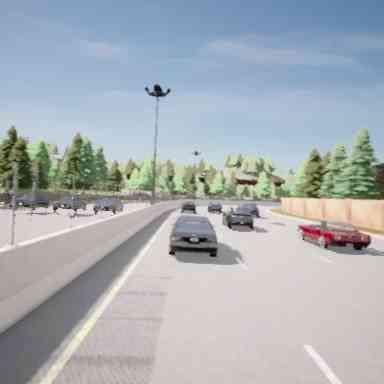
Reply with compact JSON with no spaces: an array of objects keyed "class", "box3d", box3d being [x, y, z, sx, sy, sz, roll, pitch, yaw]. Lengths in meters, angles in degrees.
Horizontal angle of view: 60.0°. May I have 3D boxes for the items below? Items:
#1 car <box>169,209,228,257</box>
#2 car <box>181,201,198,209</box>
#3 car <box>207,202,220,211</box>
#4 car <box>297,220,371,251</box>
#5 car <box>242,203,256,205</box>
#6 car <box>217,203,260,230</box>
[{"class":"car","box3d":[0.032,1.689,13.782,2.033,1.411,5.357,3,-1,-1]},{"class":"car","box3d":[-0.359,1.926,43.052,1.837,1.490,4.892,2,0,1]},{"class":"car","box3d":[3.182,2.107,45.918,2.128,1.511,4.902,3,-1,2]},{"class":"car","box3d":[6.971,2.098,16.951,1.895,1.301,4.718,3,-1,-1]},{"class":"car","box3d":[6.652,2.065,39.682,2.097,1.767,4.553,3,-1,0]},{"class":"car","box3d":[3.353,1.901,24.813,2.128,1.511,4.902,3,-1,-1]}]
